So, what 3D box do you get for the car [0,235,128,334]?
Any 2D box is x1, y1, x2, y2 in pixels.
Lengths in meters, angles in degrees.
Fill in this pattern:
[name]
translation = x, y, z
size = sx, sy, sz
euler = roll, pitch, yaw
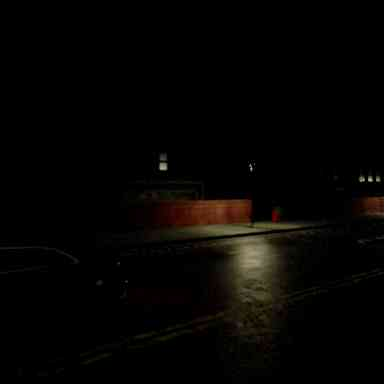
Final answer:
[car]
translation = -3.450, 1.493, 5.188
size = 4.902, 1.511, 2.128
euler = 0, 0, -35
